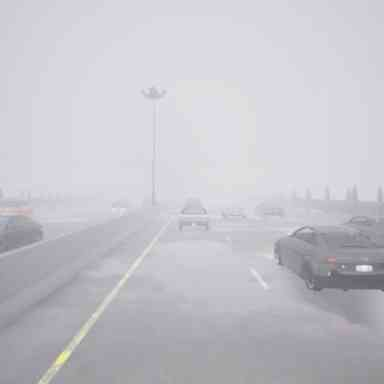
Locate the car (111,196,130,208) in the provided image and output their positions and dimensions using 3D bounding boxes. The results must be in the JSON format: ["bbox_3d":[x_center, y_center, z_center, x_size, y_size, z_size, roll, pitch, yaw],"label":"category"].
[{"bbox_3d":[-10.531,1.661,49.084,1.994,1.385,4.181,0,0,0],"label":"car"}]

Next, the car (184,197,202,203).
[{"bbox_3d":[0.129,1.424,40.498,2.097,1.767,4.553,0,0,0],"label":"car"}]

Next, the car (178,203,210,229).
[{"bbox_3d":[0.114,1.624,21.834,1.895,1.301,4.718,0,0,0],"label":"car"}]

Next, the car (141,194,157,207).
[{"bbox_3d":[-7.009,1.336,54.982,2.150,2.045,5.566,0,0,1],"label":"car"}]

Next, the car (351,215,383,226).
[{"bbox_3d":[7.110,1.577,13.069,1.994,1.385,4.181,0,0,0],"label":"car"}]

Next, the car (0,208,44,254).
[{"bbox_3d":[-7.092,1.531,12.209,1.812,1.442,4.674,0,0,0],"label":"car"}]

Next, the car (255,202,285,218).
[{"bbox_3d":[7.122,1.593,30.823,2.033,1.411,5.357,0,0,0],"label":"car"}]

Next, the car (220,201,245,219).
[{"bbox_3d":[3.608,1.567,29.821,1.812,1.442,4.674,0,0,0],"label":"car"}]

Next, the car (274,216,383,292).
[{"bbox_3d":[3.610,1.570,8.979,1.994,1.385,4.181,0,0,0],"label":"car"}]

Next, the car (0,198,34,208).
[{"bbox_3d":[-14.079,1.377,25.718,2.097,1.767,4.553,0,0,0],"label":"car"}]
